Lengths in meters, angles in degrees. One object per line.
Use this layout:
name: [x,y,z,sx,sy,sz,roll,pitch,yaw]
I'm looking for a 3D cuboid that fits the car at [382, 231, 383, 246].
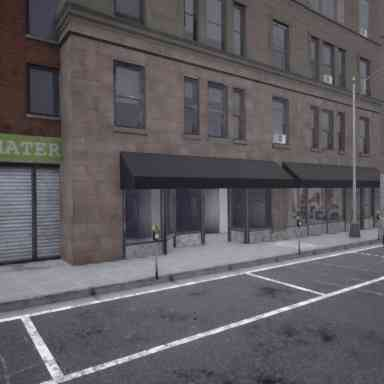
car: [9.266,1.540,13.185,4.507,1.381,1.887,0,-1,-36]
